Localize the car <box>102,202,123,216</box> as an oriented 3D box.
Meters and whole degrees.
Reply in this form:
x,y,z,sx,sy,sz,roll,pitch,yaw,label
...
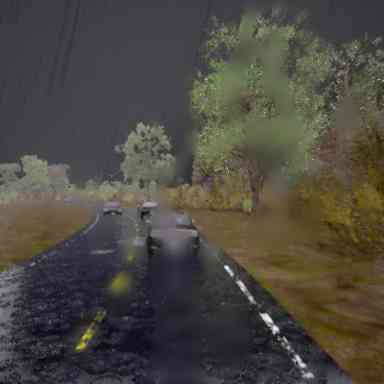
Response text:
x,y,z,sx,sy,sz,roll,pitch,yaw,label
-8.261,1.690,34.216,2.033,1.411,5.357,0,0,-16,car

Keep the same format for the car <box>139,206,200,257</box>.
x,y,z,sx,sy,sz,roll,pitch,yaw,label
-0.832,1.530,13.260,2.128,1.511,4.902,0,0,-6,car

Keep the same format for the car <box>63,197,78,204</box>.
x,y,z,sx,sy,sz,roll,pitch,yaw,label
-26.150,1.714,71.390,2.033,1.411,5.357,0,0,-34,car

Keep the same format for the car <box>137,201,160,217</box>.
x,y,z,sx,sy,sz,roll,pitch,yaw,label
-3.879,1.587,30.139,1.882,1.535,5.008,0,0,-14,car
